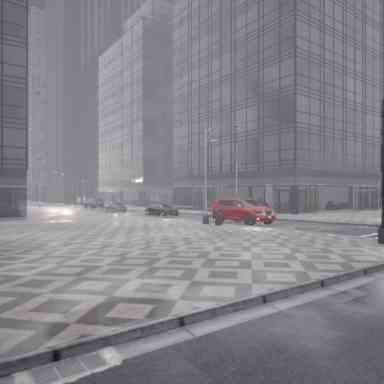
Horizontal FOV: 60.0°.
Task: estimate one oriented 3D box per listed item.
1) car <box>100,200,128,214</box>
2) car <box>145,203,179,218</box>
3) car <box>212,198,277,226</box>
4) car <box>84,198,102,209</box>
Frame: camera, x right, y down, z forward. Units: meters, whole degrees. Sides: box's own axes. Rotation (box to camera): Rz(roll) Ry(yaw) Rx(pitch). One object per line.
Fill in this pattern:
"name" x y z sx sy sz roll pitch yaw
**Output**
"car" -10.547 2.153 45.830 1.837 1.490 4.892 0 -1 -36
"car" -3.267 1.932 35.724 1.882 1.535 5.008 0 -1 -36
"car" 3.893 1.490 25.854 2.150 2.045 5.566 0 -1 -36
"car" -18.271 2.148 61.882 2.150 2.045 5.566 0 -1 -37
